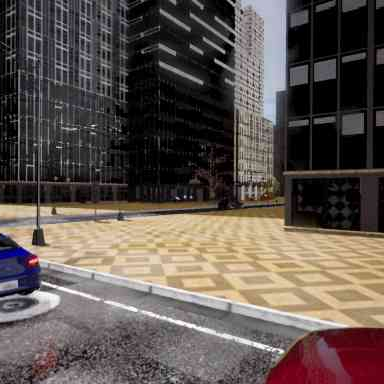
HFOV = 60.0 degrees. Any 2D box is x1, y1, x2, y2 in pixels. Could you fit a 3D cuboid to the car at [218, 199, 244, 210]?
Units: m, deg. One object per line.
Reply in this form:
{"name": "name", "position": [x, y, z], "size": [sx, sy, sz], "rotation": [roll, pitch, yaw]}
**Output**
{"name": "car", "position": [5.365, 1.696, 45.346], "size": [1.837, 1.490, 4.892], "rotation": [1, 0, 37]}

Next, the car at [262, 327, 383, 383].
{"name": "car", "position": [2.437, 1.564, 1.937], "size": [4.181, 1.385, 1.994], "rotation": [0, 0, 35]}

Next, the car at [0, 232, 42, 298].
{"name": "car", "position": [-5.160, 1.523, 7.371], "size": [4.674, 1.442, 1.812], "rotation": [0, 0, 36]}
